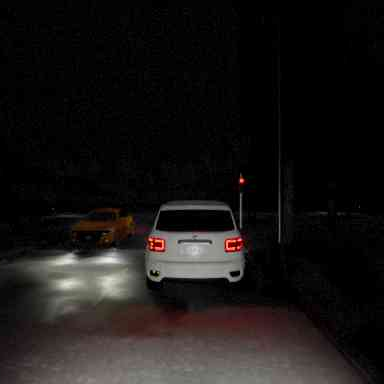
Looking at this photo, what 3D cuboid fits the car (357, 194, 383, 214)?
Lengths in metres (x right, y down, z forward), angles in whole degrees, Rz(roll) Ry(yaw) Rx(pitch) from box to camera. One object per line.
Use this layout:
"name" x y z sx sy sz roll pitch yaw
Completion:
"car" 20.224 1.221 34.627 5.566 2.045 2.150 0 0 0

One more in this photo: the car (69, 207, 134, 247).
"car" -3.934 1.477 15.213 1.882 1.535 5.008 0 0 1

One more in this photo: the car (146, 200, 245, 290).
"car" 0.103 1.221 9.207 2.150 2.045 5.566 0 0 1

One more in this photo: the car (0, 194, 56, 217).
"car" -15.617 1.223 30.773 5.566 2.045 2.150 0 0 1
